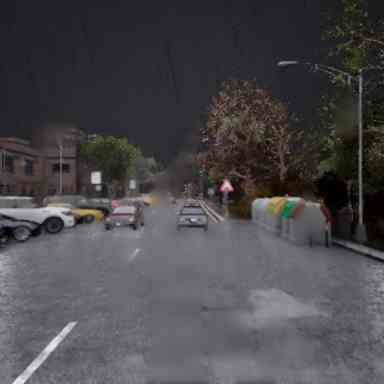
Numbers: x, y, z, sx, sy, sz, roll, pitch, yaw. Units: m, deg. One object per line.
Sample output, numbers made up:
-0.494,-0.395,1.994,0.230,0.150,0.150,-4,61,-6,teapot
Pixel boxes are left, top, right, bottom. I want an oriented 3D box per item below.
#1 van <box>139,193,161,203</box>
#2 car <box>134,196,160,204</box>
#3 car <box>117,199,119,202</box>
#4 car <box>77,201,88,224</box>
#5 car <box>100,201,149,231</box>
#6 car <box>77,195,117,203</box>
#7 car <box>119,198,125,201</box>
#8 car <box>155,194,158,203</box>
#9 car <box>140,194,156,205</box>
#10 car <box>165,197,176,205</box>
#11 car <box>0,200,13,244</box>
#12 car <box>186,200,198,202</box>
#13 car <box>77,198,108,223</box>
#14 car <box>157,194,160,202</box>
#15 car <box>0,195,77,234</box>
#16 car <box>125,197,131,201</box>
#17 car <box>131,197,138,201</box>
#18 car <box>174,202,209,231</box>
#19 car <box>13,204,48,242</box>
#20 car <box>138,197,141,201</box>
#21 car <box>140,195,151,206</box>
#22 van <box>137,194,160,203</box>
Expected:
-9.468,1.348,75.022,4.442,1.987,1.878,-1,1,-20,van
-9.316,1.627,69.077,5.008,1.535,2.097,-1,0,-20,car
-9.303,1.563,30.047,4.674,1.452,2.002,-1,0,-20,car
-9.315,1.533,21.054,4.792,1.488,2.163,-1,0,-20,car
-4.104,1.543,20.915,1.812,1.442,4.674,0,0,0,car
-9.309,1.264,27.070,5.566,2.045,2.435,-1,0,-20,car
-9.328,1.406,33.044,4.553,1.767,2.185,-1,0,-20,car
-9.090,1.614,57.123,5.366,1.575,1.946,-1,0,-20,car
-9.087,1.602,54.122,5.366,1.575,1.946,-1,0,-20,car
-3.990,1.657,62.771,1.837,1.490,4.892,0,0,0,car
-9.350,1.365,12.039,4.553,1.767,2.185,-1,0,-20,car
-0.009,1.678,42.825,1.895,1.301,4.718,0,0,0,car
-9.157,1.504,24.111,5.366,1.575,1.946,-1,0,-20,car
-9.461,1.646,66.008,5.366,1.575,1.946,-1,0,-20,car
-9.334,1.247,18.053,5.566,2.045,2.435,-1,0,-20,car
-9.318,1.415,36.045,4.553,1.767,2.185,-1,0,-20,car
-9.249,1.579,39.065,4.792,1.488,2.163,-1,0,-20,car
0.049,1.564,20.531,2.033,1.411,5.357,0,0,0,car
-9.344,1.524,15.052,4.792,1.488,2.163,-1,0,-20,car
-9.272,1.601,42.056,4.674,1.452,2.002,-1,-1,-20,car
-9.268,1.597,51.057,4.892,1.521,2.231,-1,-1,-20,car
-9.444,1.375,72.022,4.442,1.987,1.878,-1,1,-20,van
